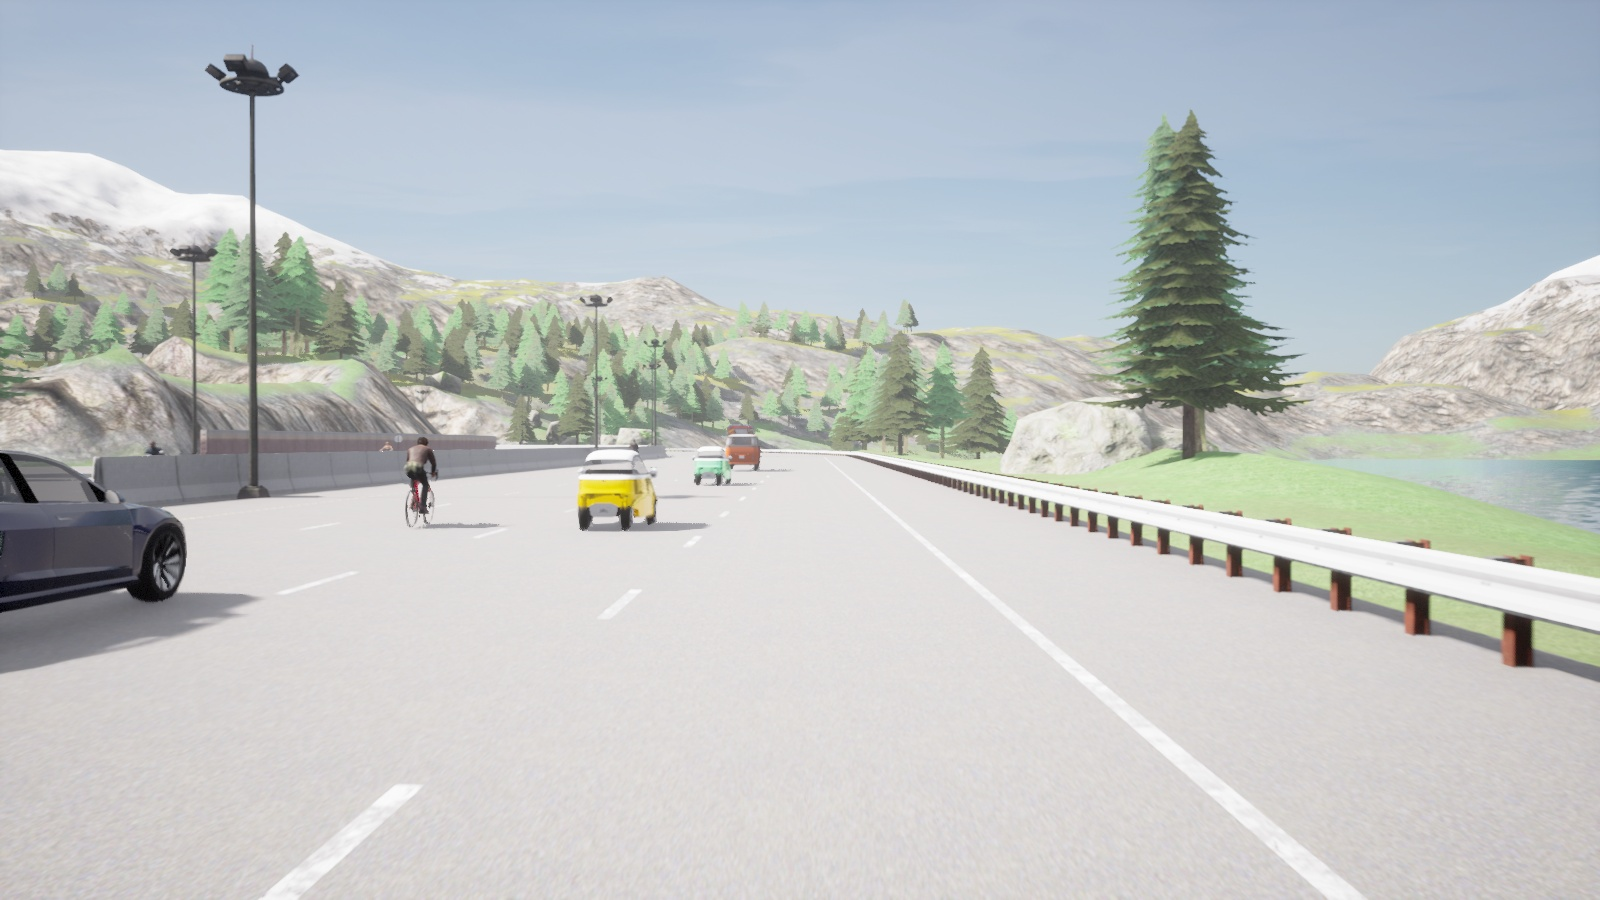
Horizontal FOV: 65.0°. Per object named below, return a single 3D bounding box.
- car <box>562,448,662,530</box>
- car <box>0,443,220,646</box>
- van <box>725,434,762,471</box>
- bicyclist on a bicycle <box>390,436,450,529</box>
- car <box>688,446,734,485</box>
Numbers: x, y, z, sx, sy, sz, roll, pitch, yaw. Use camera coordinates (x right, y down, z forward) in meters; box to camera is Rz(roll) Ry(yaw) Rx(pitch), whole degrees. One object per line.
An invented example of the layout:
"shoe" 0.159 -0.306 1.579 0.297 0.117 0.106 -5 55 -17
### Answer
"car" -3.354 0.670 22.703 1.481 1.376 2.207 0 1 0
"car" -6.926 0.683 10.238 2.163 1.488 4.792 0 0 0
"van" -3.086 0.107 69.222 1.775 1.987 4.442 0 0 0
"bicyclist on a bicycle" -6.854 0.566 22.703 0.582 1.620 1.656 0 0 0
"car" -3.222 0.541 45.642 1.481 1.376 2.207 0 1 0
